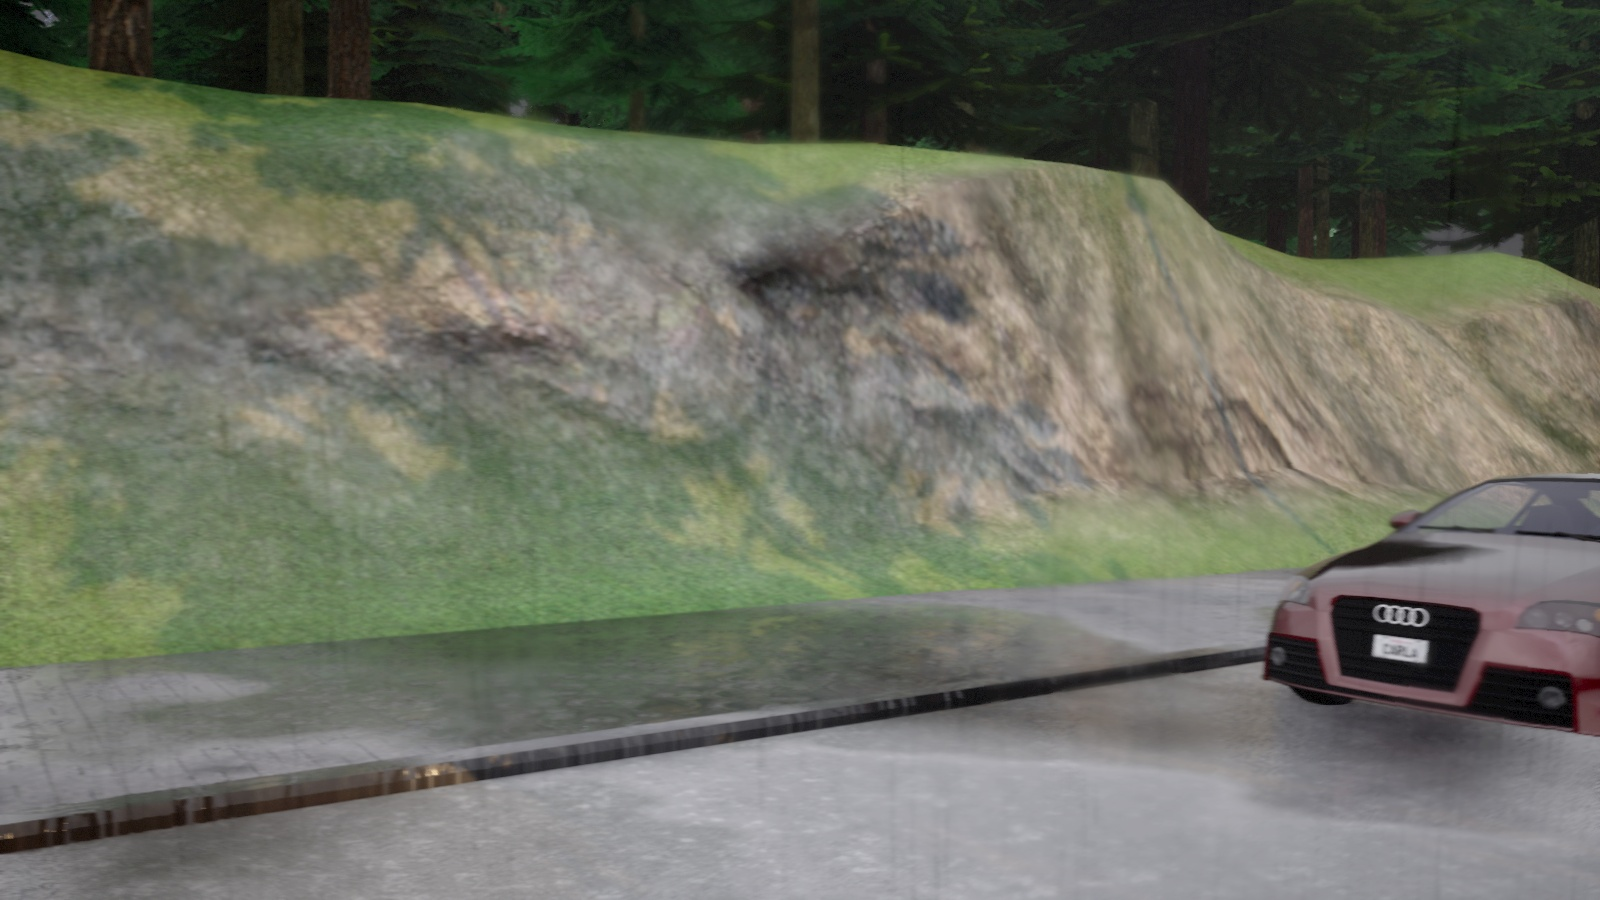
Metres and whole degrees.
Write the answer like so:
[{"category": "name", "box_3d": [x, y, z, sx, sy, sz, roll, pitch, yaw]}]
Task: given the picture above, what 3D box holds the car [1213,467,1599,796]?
[{"category": "car", "box_3d": [4.628, 0.817, 7.483, 4.181, 1.385, 1.994, 0, 0, -35]}]
